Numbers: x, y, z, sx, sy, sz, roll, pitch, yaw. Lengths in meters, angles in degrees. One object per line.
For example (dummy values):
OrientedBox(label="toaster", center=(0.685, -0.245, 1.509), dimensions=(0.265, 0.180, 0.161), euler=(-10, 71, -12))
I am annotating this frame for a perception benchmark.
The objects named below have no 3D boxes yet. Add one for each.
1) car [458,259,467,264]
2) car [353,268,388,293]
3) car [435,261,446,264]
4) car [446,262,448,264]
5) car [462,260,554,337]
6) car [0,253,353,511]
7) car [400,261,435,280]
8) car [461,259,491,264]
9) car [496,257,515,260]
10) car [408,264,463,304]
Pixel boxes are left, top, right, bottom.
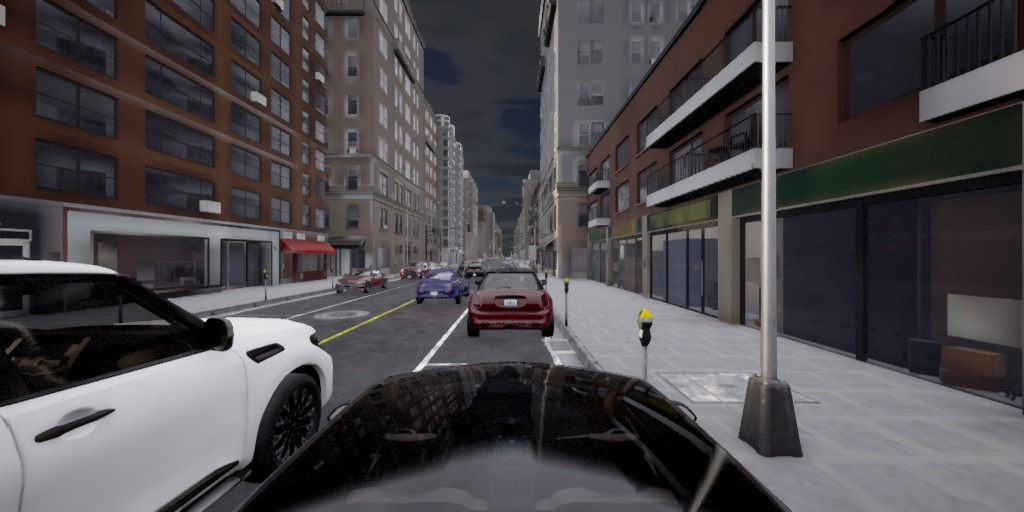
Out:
OrientedBox(label="car", center=(-5.770, 1.310, 46.206), dimensions=(1.837, 1.490, 4.892), euler=(0, 0, 0))
OrientedBox(label="car", center=(-8.408, 1.331, 20.388), dimensions=(1.802, 1.307, 4.207), euler=(0, 0, 0))
OrientedBox(label="car", center=(-8.408, 1.275, 36.773), dimensions=(1.751, 1.417, 4.829), euler=(0, 0, 0))
OrientedBox(label="car", center=(-8.408, 1.300, 42.461), dimensions=(2.007, 1.370, 4.403), euler=(0, 0, 0))
OrientedBox(label="car", center=(-0.033, 1.102, 10.470), dimensions=(2.097, 1.767, 4.553), euler=(0, 0, 0))
OrientedBox(label="car", center=(-3.020, 0.966, 1.529), dimensions=(2.150, 2.045, 5.566), euler=(0, 0, 0))
OrientedBox(label="car", center=(-8.408, 1.189, 31.425), dimensions=(1.967, 1.591, 4.097), euler=(0, 0, 0))
OrientedBox(label="car", center=(-3.020, 1.267, 31.206), dimensions=(1.837, 1.490, 4.892), euler=(0, 0, 0))
OrientedBox(label="car", center=(-0.383, 1.189, 36.951), dimensions=(1.967, 1.591, 4.097), euler=(0, 0, 0))
OrientedBox(label="car", center=(-3.020, 1.283, 16.206), dimensions=(1.812, 1.442, 4.674), euler=(0, 0, 0))
